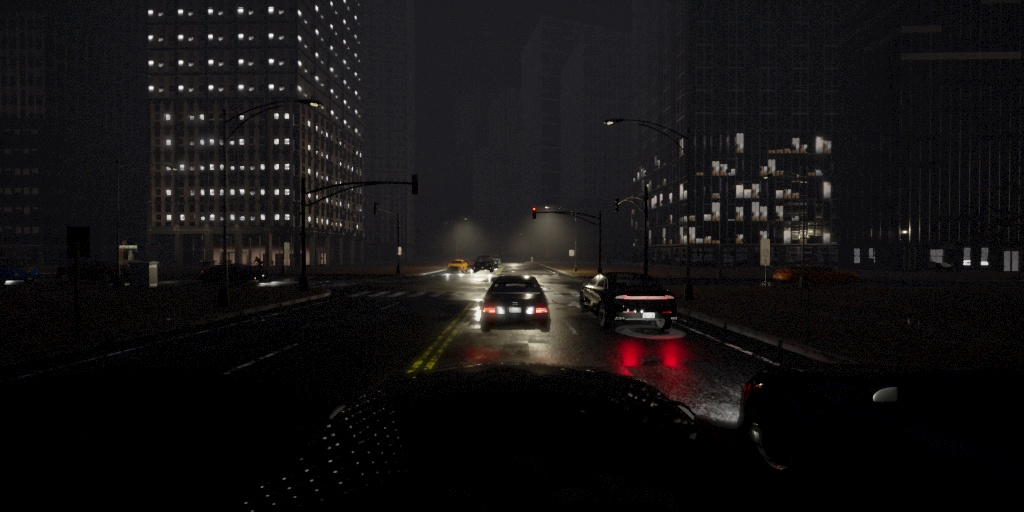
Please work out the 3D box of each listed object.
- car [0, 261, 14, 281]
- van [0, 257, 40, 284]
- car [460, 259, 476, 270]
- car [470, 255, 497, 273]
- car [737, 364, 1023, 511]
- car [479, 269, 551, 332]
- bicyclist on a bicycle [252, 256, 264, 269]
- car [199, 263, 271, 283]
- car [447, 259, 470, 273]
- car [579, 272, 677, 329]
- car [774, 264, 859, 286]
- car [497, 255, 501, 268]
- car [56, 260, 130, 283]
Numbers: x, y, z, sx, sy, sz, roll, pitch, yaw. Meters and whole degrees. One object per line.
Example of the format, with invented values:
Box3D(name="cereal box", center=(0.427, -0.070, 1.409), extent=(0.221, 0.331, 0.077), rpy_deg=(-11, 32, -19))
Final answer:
Box3D(name="car", center=(-40.300, 1.092, 26.484), extent=(4.674, 1.442, 1.812), rpy_deg=(0, 0, 2))
Box3D(name="van", center=(-33.915, 0.959, 23.716), extent=(3.998, 1.789, 1.690), rpy_deg=(0, 0, 1))
Box3D(name="car", center=(-6.548, 1.221, 53.516), extent=(1.812, 1.442, 4.674), rpy_deg=(0, 0, 0))
Box3D(name="car", center=(-3.312, 0.938, 42.983), extent=(2.150, 2.045, 5.566), rpy_deg=(0, 0, 0))
Box3D(name="car", center=(3.354, 1.314, 2.032), extent=(1.994, 1.385, 4.181), rpy_deg=(0, 0, 0))
Box3D(name="car", center=(0.107, 1.294, 10.774), extent=(2.033, 1.411, 5.357), rpy_deg=(0, 0, 1))
Box3D(name="bicyclist on a bicycle", center=(-24.675, 0.867, 34.798), extent=(0.582, 1.620, 1.656), rpy_deg=(0, 1, 1))
Box3D(name="car", center=(-19.967, 1.227, 25.940), extent=(4.181, 1.385, 1.994), rpy_deg=(0, 0, 1))
Box3D(name="car", center=(-6.561, 1.193, 43.306), extent=(1.882, 1.535, 5.008), rpy_deg=(0, 0, 0))
Box3D(name="car", center=(3.354, 1.238, 11.188), extent=(2.128, 1.511, 4.902), rpy_deg=(0, 0, 0))
Box3D(name="car", center=(21.322, 1.332, 25.171), extent=(5.008, 1.535, 1.882), rpy_deg=(0, 0, 1))
Box3D(name="car", center=(-3.295, 1.041, 56.524), extent=(2.097, 1.767, 4.553), rpy_deg=(0, 0, 0))
Box3D(name="car", center=(-30.059, 1.093, 26.201), extent=(5.008, 1.535, 1.882), rpy_deg=(0, 0, 2))
